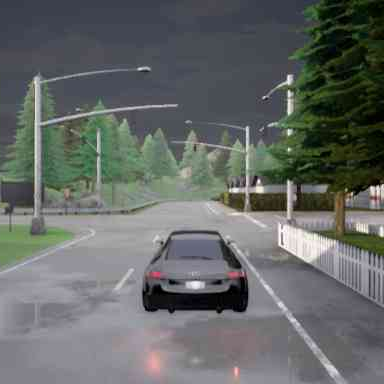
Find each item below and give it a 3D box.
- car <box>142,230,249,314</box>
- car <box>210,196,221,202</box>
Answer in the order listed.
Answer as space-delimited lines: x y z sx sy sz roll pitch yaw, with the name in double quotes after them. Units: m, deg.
0.075 1.556 7.686 1.994 1.385 4.181 0 0 1 "car"
6.703 1.450 72.904 5.357 1.411 2.033 0 0 -22 "car"
